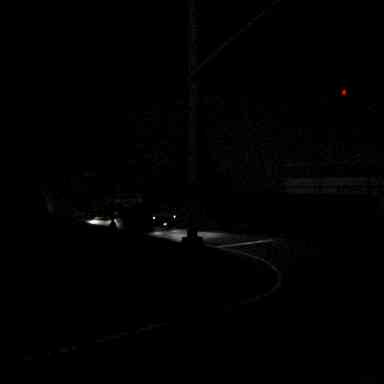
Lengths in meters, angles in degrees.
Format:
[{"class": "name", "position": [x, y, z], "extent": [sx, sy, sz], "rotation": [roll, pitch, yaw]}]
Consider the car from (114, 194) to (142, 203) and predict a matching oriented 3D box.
[{"class": "car", "position": [-8.389, 1.222, 40.312], "extent": [2.150, 2.045, 5.566], "rotation": [0, 0, 31]}]

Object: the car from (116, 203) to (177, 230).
[{"class": "car", "position": [-2.915, 1.601, 21.628], "extent": [1.895, 1.301, 4.718], "rotation": [0, 0, -37]}]

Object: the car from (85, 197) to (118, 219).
[{"class": "car", "position": [-8.386, 1.478, 29.874], "extent": [1.882, 1.535, 5.008], "rotation": [0, 0, -26]}]
